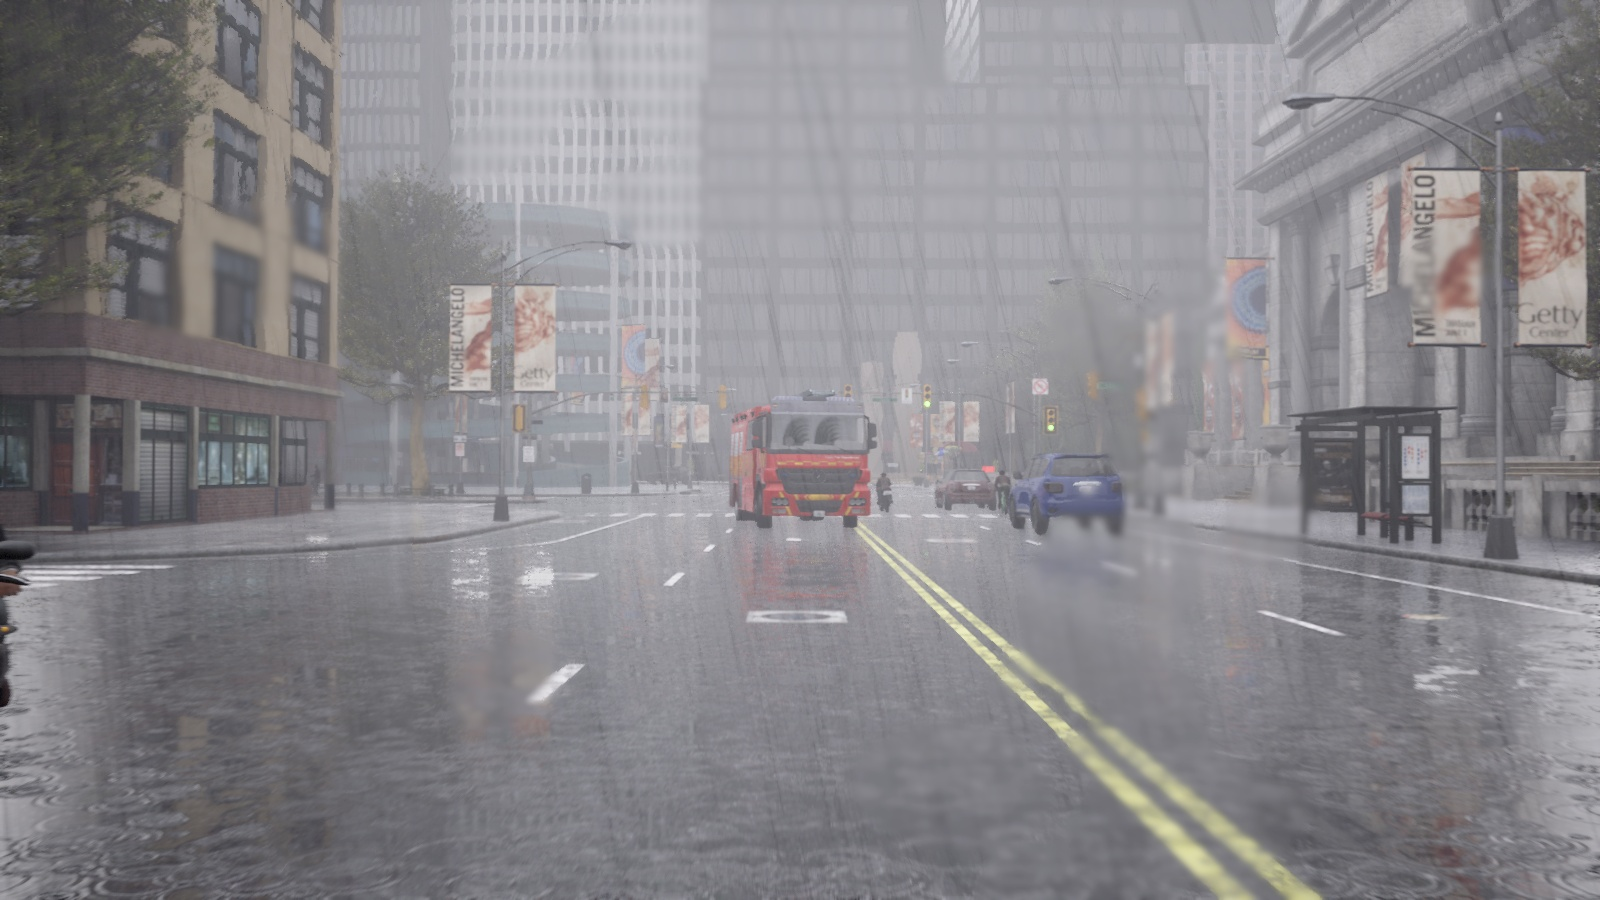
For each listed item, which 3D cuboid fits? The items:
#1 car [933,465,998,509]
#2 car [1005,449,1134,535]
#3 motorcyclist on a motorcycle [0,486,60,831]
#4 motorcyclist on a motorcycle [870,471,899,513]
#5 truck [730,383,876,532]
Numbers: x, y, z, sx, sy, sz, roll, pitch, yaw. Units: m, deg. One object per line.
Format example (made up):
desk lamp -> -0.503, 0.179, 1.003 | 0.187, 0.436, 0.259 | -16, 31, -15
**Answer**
car -> 6.873, 1.526, 52.593 | 2.097, 1.767, 4.553 | 0, -1, 0
car -> 6.920, 1.057, 32.936 | 2.150, 2.045, 5.566 | 0, -1, 0
motorcyclist on a motorcycle -> -4.380, 0.976, 6.507 | 0.866, 1.530, 2.191 | -1, 0, -29
motorcyclist on a motorcycle -> 3.215, 1.589, 47.991 | 0.797, 1.523, 2.044 | 0, 0, -5
truck -> -0.152, 0.264, 36.651 | 2.891, 3.827, 8.468 | 0, -1, -9
